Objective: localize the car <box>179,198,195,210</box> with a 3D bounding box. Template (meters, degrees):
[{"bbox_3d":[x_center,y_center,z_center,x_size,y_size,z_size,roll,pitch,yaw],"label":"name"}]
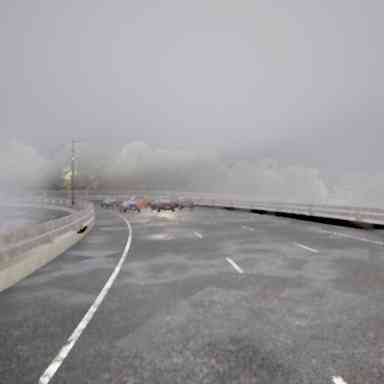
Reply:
[{"bbox_3d":[-1.309,1.490,42.289,2.128,1.511,4.902,-1,0,-24],"label":"car"}]

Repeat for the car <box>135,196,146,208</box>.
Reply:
[{"bbox_3d":[-8.118,1.425,48.873,2.097,1.767,4.553,-1,0,-27],"label":"car"}]

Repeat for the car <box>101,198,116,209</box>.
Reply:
[{"bbox_3d":[-12.039,1.644,48.842,1.812,1.442,4.674,-1,0,-29],"label":"car"}]

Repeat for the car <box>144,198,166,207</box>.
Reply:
[{"bbox_3d":[-5.805,1.610,52.041,1.994,1.385,4.181,-1,0,-29],"label":"car"}]

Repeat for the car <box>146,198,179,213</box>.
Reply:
[{"bbox_3d":[-3.422,1.502,37.971,1.882,1.535,5.008,-1,0,-20],"label":"car"}]

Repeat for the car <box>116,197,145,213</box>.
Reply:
[{"bbox_3d":[-7.069,1.592,37.768,1.812,1.442,4.674,-1,0,-21],"label":"car"}]
